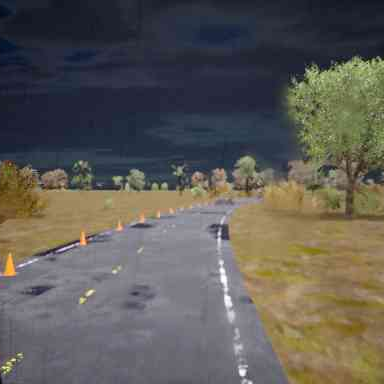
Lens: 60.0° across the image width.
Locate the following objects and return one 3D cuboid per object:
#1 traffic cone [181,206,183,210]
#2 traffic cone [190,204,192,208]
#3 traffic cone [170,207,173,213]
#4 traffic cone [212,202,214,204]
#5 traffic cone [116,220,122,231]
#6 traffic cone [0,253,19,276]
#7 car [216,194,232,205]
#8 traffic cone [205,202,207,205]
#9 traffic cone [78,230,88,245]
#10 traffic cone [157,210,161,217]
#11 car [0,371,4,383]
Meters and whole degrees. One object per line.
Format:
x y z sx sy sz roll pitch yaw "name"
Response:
-1.197 1.830 39.060 0.340 0.580 0.340 0 0 11 "traffic cone"
-0.152 1.811 44.017 0.340 0.580 0.340 0 0 13 "traffic cone"
-2.119 1.848 34.078 0.340 0.580 0.340 0 0 10 "traffic cone"
3.707 1.742 58.714 0.340 0.580 0.340 0 0 17 "traffic cone"
-4.147 1.894 19.020 0.340 0.580 0.340 0 0 6 "traffic cone"
-4.880 1.923 8.915 0.340 0.580 0.340 0 0 3 "traffic cone"
5.429 1.158 55.860 2.097 1.767 4.553 0 0 16 "car"
2.300 1.767 53.848 0.340 0.580 0.340 0 0 15 "traffic cone"
-4.576 1.909 13.972 0.340 0.580 0.340 0 0 4 "traffic cone"
-2.918 1.864 29.077 0.340 0.580 0.340 0 0 8 "traffic cone"
-2.652 1.556 1.218 1.994 1.385 4.181 0 0 1 "car"
